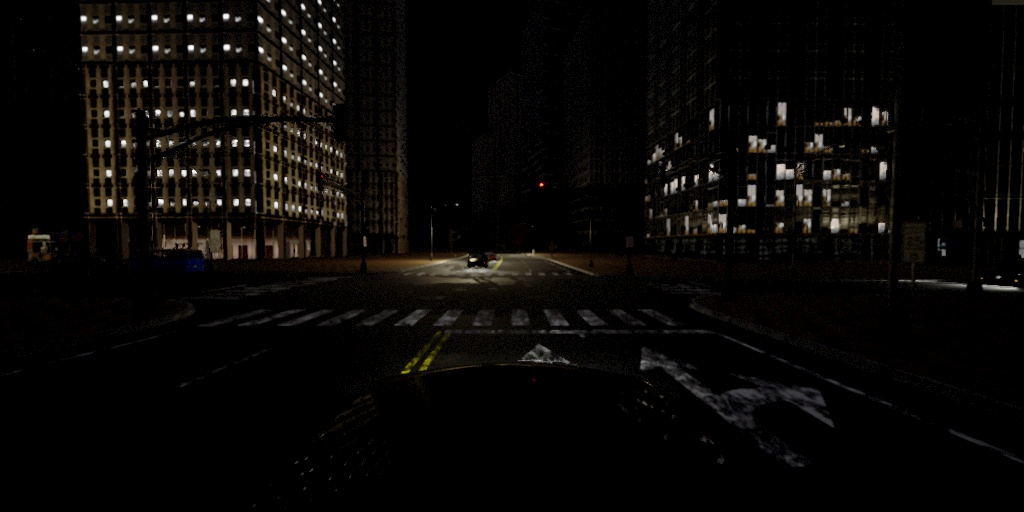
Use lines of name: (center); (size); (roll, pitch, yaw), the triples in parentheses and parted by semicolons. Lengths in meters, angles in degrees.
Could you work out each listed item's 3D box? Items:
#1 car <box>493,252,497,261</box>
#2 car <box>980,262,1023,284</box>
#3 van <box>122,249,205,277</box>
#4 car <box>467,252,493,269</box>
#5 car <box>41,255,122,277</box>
car: (-3.268, 0.066, 52.302); (1.994, 1.385, 4.181); (0, 2, 0)
car: (29.125, 1.005, 19.959); (4.181, 1.385, 1.994); (0, 2, 1)
van: (-22.660, 0.432, 23.634); (3.998, 1.789, 1.690); (0, 0, 1)
car: (-3.259, 0.488, 35.521); (2.033, 1.411, 5.357); (0, 2, 0)
car: (-28.198, 0.610, 23.679); (4.507, 1.381, 1.888); (0, 0, 1)
